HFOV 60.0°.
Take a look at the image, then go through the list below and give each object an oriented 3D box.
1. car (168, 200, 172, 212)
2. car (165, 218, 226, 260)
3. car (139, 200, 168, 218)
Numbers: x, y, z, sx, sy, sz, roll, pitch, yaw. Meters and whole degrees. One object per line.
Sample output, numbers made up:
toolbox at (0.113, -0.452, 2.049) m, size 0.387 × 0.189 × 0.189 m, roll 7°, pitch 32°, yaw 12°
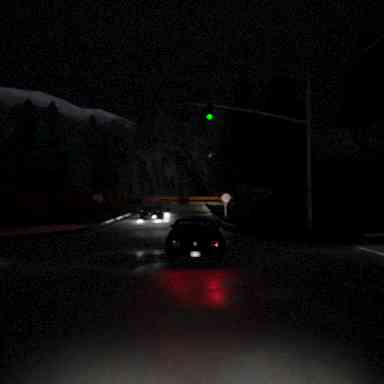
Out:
car at (-3.546, 1.669, 40.447) m, size 1.895 × 1.301 × 4.718 m, roll 0°, pitch 0°, yaw 0°
car at (0.108, 1.622, 12.445) m, size 1.895 × 1.301 × 4.718 m, roll 0°, pitch 0°, yaw 0°
car at (-3.566, 1.577, 30.435) m, size 1.812 × 1.442 × 4.674 m, roll 0°, pitch 0°, yaw 0°
